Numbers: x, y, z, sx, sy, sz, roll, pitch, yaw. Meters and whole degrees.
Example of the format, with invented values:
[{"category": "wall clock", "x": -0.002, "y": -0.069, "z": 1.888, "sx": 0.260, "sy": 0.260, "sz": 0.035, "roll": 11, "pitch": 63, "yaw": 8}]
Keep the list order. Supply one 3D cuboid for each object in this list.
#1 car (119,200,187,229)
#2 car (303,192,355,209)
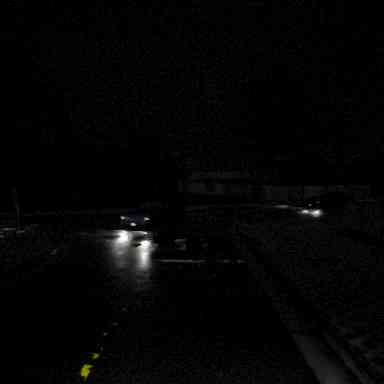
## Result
[{"category": "car", "x": -1.996, "y": 1.183, "z": 19.001, "sx": 2.033, "sy": 1.411, "sz": 5.357, "roll": 0, "pitch": 1, "yaw": 21}, {"category": "car", "x": 12.523, "y": 0.676, "z": 30.176, "sx": 5.357, "sy": 1.411, "sz": 2.033, "roll": -2, "pitch": 5, "yaw": -31}]
